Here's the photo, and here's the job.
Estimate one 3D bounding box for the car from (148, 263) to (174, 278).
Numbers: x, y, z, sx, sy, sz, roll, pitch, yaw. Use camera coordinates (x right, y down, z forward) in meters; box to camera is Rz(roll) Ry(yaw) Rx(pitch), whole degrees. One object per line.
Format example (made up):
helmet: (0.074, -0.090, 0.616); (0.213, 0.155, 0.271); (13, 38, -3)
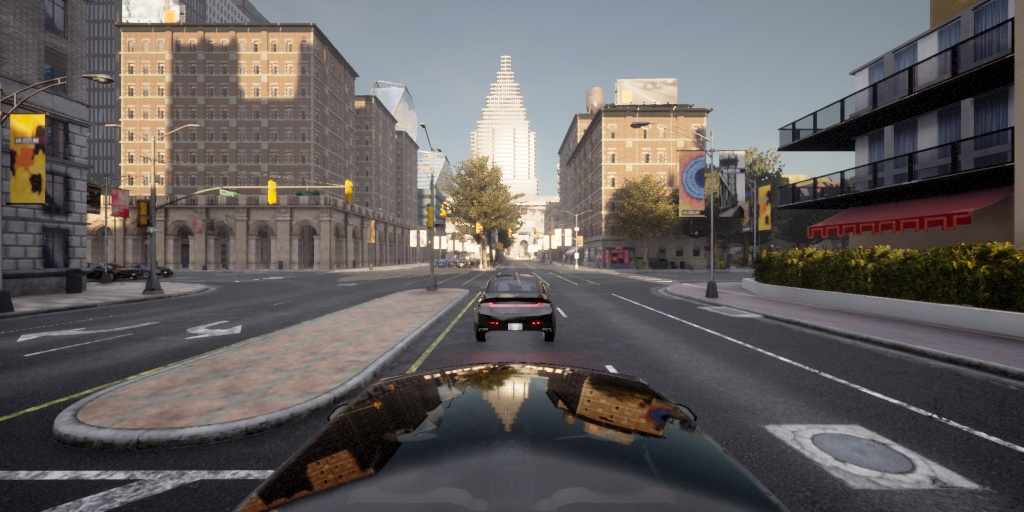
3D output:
car: (-33.633, 1.314, 32.712); (4.181, 1.385, 1.994); (0, 0, -1)

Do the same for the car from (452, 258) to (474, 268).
car: (-8.053, 1.241, 59.613); (2.128, 1.511, 4.902); (0, 0, 0)

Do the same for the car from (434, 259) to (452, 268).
car: (-11.550, 1.227, 60.028); (1.882, 1.535, 5.008); (0, 0, 0)

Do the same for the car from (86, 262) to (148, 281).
car: (-33.346, 1.228, 29.219); (5.008, 1.535, 1.882); (0, 0, 0)

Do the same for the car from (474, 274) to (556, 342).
car: (0.080, 1.242, 9.796); (2.128, 1.511, 4.902); (0, 0, 0)
